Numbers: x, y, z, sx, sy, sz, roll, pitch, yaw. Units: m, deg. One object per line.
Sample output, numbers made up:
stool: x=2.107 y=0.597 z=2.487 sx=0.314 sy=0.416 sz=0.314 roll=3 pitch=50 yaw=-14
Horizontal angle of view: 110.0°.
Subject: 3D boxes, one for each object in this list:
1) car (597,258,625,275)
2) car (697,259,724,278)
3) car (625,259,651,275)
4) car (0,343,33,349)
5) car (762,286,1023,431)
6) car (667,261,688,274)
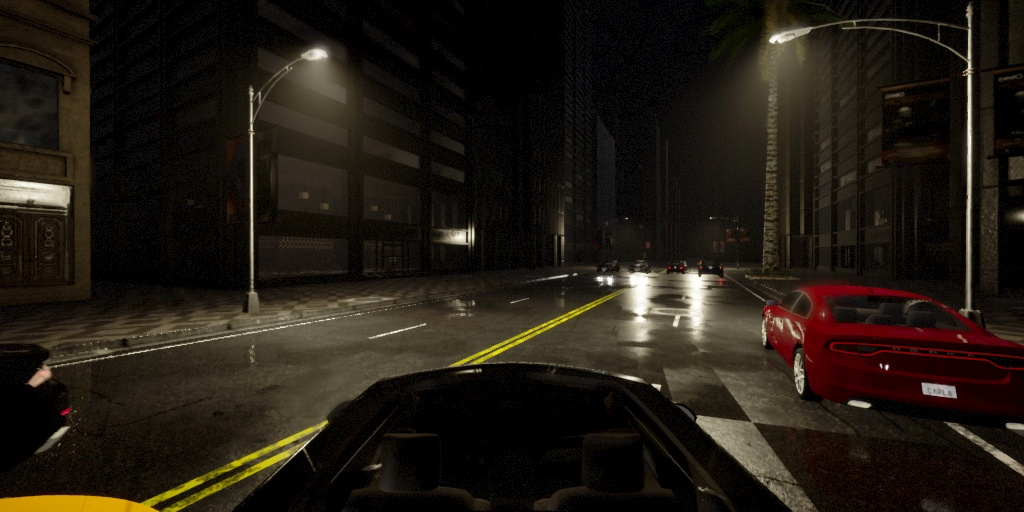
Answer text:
car: x=10.903 y=1.258 z=40.316 sx=2.128 sy=1.511 sz=4.902 roll=0 pitch=0 yaw=27
car: x=19.310 y=1.118 z=34.948 sx=2.097 sy=1.767 sz=4.553 roll=0 pitch=0 yaw=27
car: x=14.142 y=1.259 z=39.510 sx=2.128 sy=1.511 sz=4.902 roll=0 pitch=0 yaw=27
car: x=-5.529 y=1.242 z=1.338 sx=2.128 sy=1.511 sz=4.902 roll=0 pitch=0 yaw=27
car: x=5.517 y=1.228 z=5.880 sx=1.882 sy=1.535 sz=5.008 roll=0 pitch=0 yaw=27
car: x=18.673 y=1.317 z=40.771 sx=2.033 sy=1.411 sz=5.357 roll=0 pitch=0 yaw=27
